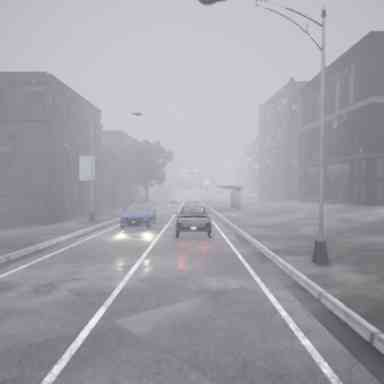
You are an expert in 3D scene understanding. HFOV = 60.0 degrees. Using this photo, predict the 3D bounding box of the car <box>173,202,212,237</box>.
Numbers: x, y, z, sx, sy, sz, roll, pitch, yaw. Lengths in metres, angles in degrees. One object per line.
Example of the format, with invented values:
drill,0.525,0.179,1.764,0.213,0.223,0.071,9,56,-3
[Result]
car,0.072,1.507,18.242,2.128,1.511,4.902,0,0,0

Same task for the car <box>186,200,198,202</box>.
car,0.027,1.612,35.955,2.033,1.411,5.357,0,0,0

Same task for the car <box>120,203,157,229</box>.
car,-3.442,1.501,22.061,1.882,1.535,5.008,0,0,0

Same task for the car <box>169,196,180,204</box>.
car,-3.187,1.483,62.412,1.882,1.535,5.008,0,0,1
